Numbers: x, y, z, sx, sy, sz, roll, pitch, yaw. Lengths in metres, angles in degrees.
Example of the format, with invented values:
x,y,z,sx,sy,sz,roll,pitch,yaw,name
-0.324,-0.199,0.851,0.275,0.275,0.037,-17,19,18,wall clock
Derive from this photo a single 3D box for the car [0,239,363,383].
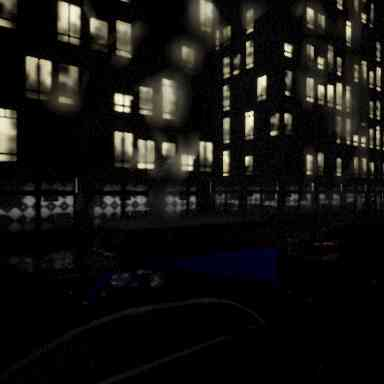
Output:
x,y,z,sx,sy,sz,roll,pitch,yaw,name
-0.964,1.491,2.691,4.902,1.511,2.128,0,0,-36,car

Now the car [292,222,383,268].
x,y,z,sx,sy,sz,roll,pitch,yaw,name
4.551,1.581,9.803,4.206,1.307,1.802,0,0,-36,car

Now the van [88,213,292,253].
x,y,z,sx,sy,sz,roll,pitch,yaw,name
-0.082,1.341,6.496,3.998,1.788,1.690,0,0,-36,van
